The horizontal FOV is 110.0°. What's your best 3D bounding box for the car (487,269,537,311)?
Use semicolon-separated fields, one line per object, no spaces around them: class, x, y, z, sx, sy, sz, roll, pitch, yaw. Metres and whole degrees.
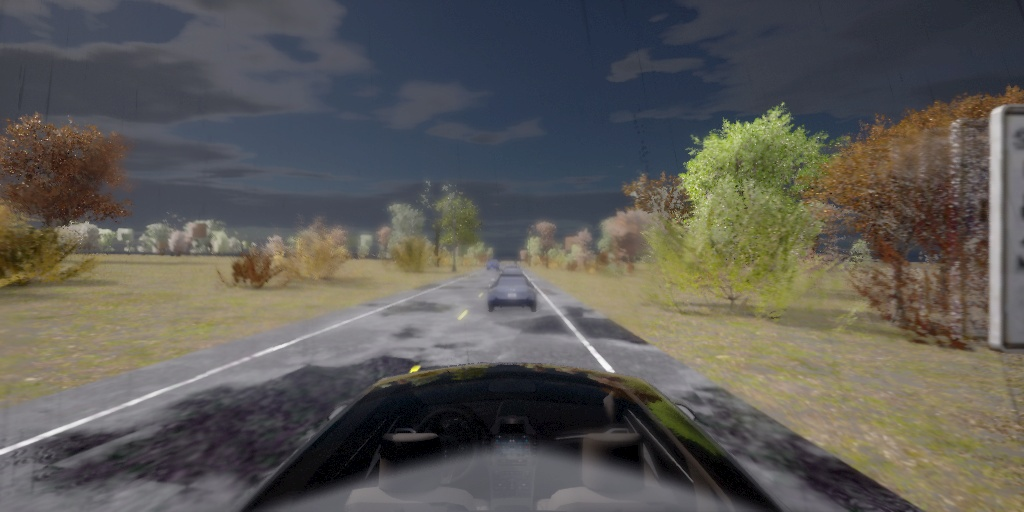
car;0.024;1.447;15.329;1.994;1.385;4.181;0;0;0

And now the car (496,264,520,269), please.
car;0.015;1.573;29.362;2.033;1.411;5.357;0;-1;0
